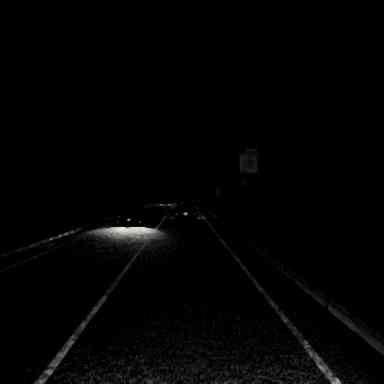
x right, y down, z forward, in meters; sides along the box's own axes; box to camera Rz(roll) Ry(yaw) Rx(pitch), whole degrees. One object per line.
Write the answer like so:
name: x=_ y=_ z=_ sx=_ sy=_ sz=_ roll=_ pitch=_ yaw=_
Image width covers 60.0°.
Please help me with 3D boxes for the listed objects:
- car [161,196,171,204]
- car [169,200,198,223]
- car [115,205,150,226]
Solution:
car: x=-5.128 y=1.644 z=66.163 sx=1.837 sy=1.490 sz=4.892 roll=0 pitch=0 yaw=-1
car: x=-0.505 y=1.608 z=26.023 sx=2.033 sy=1.411 sz=5.357 roll=0 pitch=0 yaw=-1
car: x=-4.142 y=1.619 z=23.597 sx=1.994 sy=1.385 sz=4.181 roll=0 pitch=0 yaw=-1
